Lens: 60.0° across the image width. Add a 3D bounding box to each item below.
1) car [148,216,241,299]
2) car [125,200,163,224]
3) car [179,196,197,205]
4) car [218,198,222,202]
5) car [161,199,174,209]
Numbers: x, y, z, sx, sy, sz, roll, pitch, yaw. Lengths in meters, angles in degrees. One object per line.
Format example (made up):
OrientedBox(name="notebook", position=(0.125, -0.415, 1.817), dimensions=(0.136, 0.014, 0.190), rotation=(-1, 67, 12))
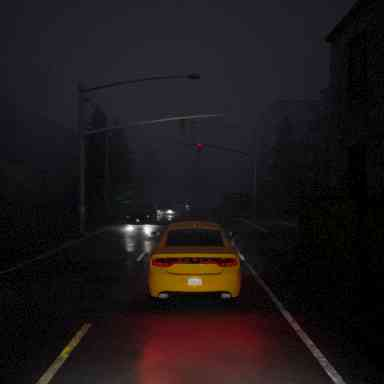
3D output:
OrientedBox(name="car", position=(0.061, 1.478, 8.508), dimensions=(1.882, 1.535, 5.008), rotation=(0, 0, 0))
OrientedBox(name="car", position=(-3.645, 1.548, 25.044), dimensions=(2.033, 1.411, 5.357), rotation=(0, 0, 0))
OrientedBox(name="car", position=(-0.673, 1.526, 59.092), dimensions=(1.812, 1.442, 4.674), rotation=(0, 0, 24))
OrientedBox(name="car", position=(7.390, 1.540, 70.737), dimensions=(4.181, 1.385, 1.994), rotation=(0, 0, -41))
OrientedBox(name="car", position=(-3.515, 1.601, 44.686), dimensions=(1.895, 1.301, 4.718), rotation=(0, 0, 2))
